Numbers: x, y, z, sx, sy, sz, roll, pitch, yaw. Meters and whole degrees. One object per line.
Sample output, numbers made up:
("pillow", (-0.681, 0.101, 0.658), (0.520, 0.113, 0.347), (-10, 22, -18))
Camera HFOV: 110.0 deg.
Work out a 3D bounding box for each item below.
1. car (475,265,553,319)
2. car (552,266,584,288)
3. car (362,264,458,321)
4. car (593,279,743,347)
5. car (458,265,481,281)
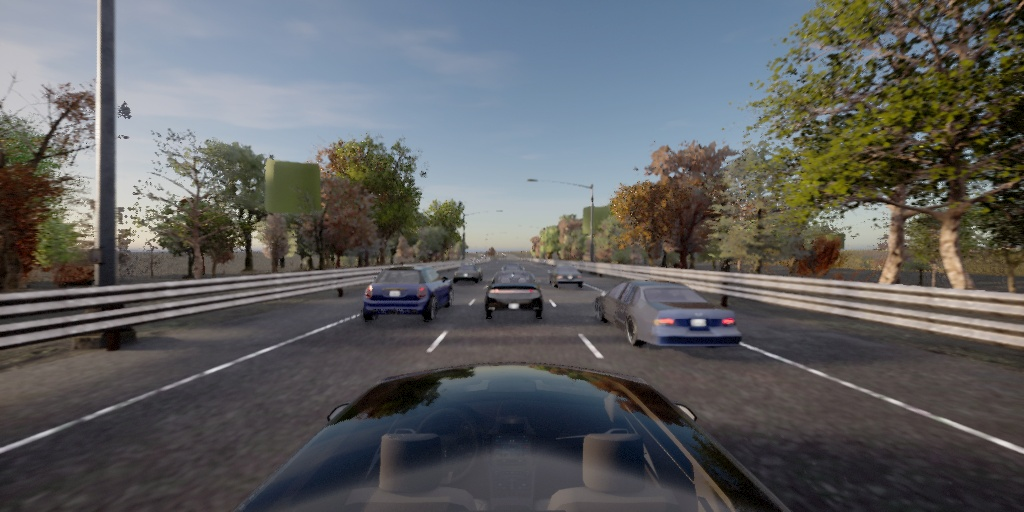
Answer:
("car", (0.072, 1.266, 12.976), (2.128, 1.511, 4.902), (0, 0, 0))
("car", (3.551, 1.348, 24.313), (2.033, 1.411, 5.357), (0, 0, 1))
("car", (-3.429, 1.125, 12.659), (2.097, 1.767, 4.553), (0, 0, 0))
("car", (3.547, 1.314, 9.303), (2.033, 1.411, 5.357), (0, 0, 0))
("car", (-3.423, 1.375, 28.549), (1.994, 1.385, 4.181), (0, 0, 0))
